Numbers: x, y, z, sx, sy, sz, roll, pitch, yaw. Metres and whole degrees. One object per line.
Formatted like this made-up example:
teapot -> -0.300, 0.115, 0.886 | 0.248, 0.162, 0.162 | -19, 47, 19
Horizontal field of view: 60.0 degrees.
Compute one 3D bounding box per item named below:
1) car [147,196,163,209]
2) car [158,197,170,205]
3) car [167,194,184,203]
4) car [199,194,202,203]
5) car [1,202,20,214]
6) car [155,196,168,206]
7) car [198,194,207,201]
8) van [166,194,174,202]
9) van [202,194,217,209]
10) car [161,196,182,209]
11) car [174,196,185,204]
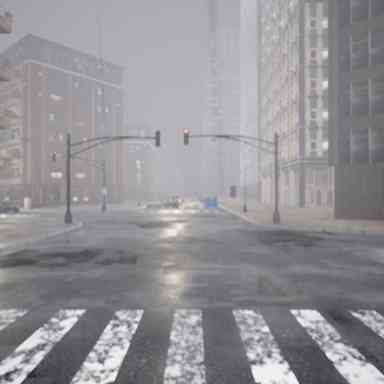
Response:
car -> -5.238, 1.563, 46.318 | 1.752, 1.417, 4.829 | 0, 0, 0
car -> -5.212, 1.641, 63.146 | 1.947, 1.339, 4.313 | 0, 0, 0
car -> -2.726, 1.413, 56.508 | 2.097, 1.767, 4.553 | 0, 0, 0
car -> 2.678, 1.635, 68.684 | 1.887, 1.381, 4.507 | 0, 0, 0
car -> -21.087, 1.783, 37.185 | 4.718, 1.301, 1.895 | -1, -1, 41
car -> -5.220, 1.501, 57.593 | 1.967, 1.590, 4.097 | 0, 0, 0
car -> 2.703, 1.455, 85.343 | 2.192, 1.841, 5.009 | 0, 0, 0
van -> -5.184, 1.462, 79.802 | 1.690, 1.788, 3.998 | 0, 0, 0
van -> 2.643, 1.380, 46.475 | 1.690, 1.788, 3.998 | 0, 0, 0
car -> -2.756, 1.638, 45.618 | 1.895, 1.301, 4.718 | 0, 0, 0
car -> -2.637, 1.620, 70.629 | 2.128, 1.511, 4.902 | 0, 0, 0
